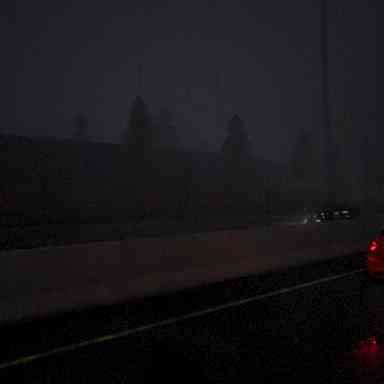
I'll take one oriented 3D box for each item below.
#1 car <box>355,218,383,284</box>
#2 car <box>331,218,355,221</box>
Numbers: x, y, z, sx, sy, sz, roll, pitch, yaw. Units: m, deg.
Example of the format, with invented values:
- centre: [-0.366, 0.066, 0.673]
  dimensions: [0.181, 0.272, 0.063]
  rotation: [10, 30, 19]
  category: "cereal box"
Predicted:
- centre: [6.308, 1.309, 8.198]
  dimensions: [4.553, 1.767, 2.097]
  rotation: [0, 0, -35]
  category: "car"
- centre: [10.396, 1.394, 24.261]
  dimensions: [4.892, 1.490, 1.837]
  rotation: [0, 0, -36]
  category: "car"
